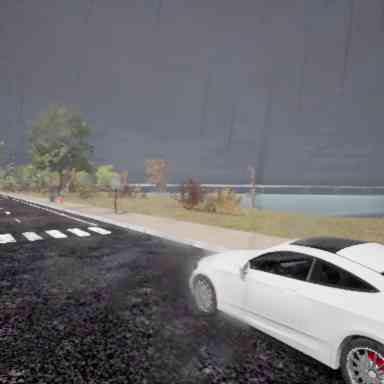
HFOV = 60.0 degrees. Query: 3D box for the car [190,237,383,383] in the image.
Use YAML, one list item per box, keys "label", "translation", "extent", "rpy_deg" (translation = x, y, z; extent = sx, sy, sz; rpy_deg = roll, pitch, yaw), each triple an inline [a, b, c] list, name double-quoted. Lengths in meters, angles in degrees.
- label: "car"
  translation: [1.795, 1.389, 4.825]
  extent: [1.812, 1.442, 4.674]
  rpy_deg: [-1, 2, -33]
